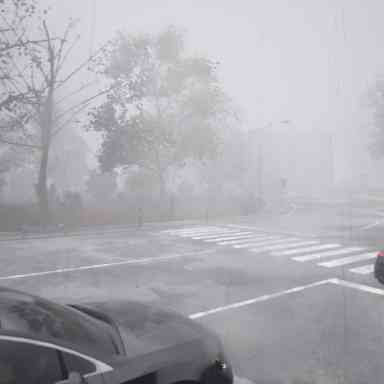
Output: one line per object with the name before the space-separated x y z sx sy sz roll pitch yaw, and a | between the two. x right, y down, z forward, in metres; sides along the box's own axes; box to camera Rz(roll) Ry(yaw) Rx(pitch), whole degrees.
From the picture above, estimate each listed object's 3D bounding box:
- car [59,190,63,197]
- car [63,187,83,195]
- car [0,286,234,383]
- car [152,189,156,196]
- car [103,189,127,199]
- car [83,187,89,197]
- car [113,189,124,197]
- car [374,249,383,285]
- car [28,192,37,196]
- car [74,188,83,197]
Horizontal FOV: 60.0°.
car | -26.178 0.308 72.406 2.231 1.521 4.892 -1 2 18
car | -23.853 0.077 70.522 2.435 2.045 5.566 0 2 18
car | -1.860 1.504 2.433 4.892 1.490 1.837 0 0 -35
car | -7.355 -0.063 57.835 2.435 2.045 5.566 -1 2 17
car | -14.498 0.304 63.067 1.946 1.575 5.366 -1 2 17
car | -19.156 0.208 66.912 2.185 1.767 4.553 -1 2 18
car | -12.103 0.143 61.415 2.185 1.767 4.553 -2 1 17
car | 6.320 1.546 8.122 4.181 1.385 1.994 0 0 -34
car | -37.702 0.125 81.786 2.097 1.535 5.008 0 2 20
car | -21.510 0.367 68.690 2.163 1.488 4.792 -1 2 18
